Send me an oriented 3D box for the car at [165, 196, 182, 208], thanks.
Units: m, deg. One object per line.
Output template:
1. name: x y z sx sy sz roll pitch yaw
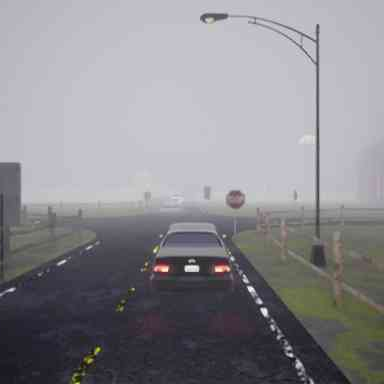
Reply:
1. car: -2.899 1.666 49.213 1.895 1.301 4.718 0 0 0

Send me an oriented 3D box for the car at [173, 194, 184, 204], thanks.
1. car: -2.859 1.342 65.866 2.150 2.045 5.566 0 0 1

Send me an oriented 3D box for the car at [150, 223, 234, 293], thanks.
1. car: 0.013 1.546 9.001 2.033 1.411 5.357 0 0 0
